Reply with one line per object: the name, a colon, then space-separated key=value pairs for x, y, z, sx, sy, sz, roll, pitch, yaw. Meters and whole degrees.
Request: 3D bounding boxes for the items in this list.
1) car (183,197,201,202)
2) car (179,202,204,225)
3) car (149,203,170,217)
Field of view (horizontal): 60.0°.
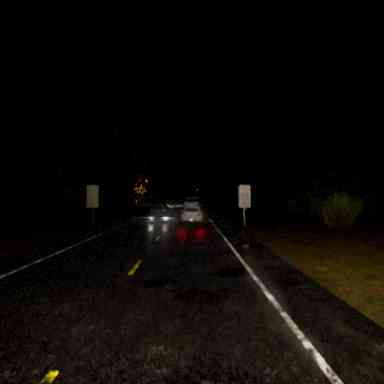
car: x=-0.022 y=1.726 z=43.732 sx=2.150 sy=2.045 sz=5.566 roll=0 pitch=-1 yaw=0
car: x=-0.032 y=1.812 z=26.374 sx=1.812 sy=1.442 sz=4.674 roll=0 pitch=0 yaw=0
car: x=-3.607 y=1.947 z=37.320 sx=1.812 sy=1.442 sz=4.674 roll=0 pitch=-1 yaw=0
